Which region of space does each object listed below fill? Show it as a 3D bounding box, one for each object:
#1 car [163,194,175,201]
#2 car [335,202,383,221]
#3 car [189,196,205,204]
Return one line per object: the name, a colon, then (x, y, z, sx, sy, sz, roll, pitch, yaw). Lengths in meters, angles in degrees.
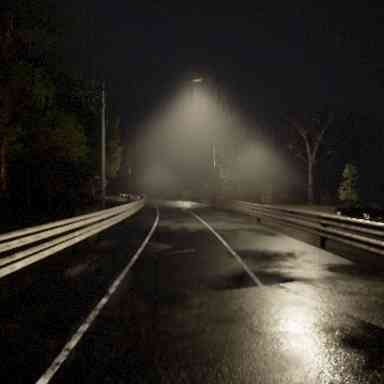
car: (-5.866, 1.293, 83.827, 2.097, 1.767, 4.553, 0, 0, -22)
car: (15.444, 1.697, 30.509, 1.882, 1.535, 5.008, 0, 0, -22)
car: (0.963, 1.504, 66.776, 2.128, 1.511, 4.902, 1, 1, -22)
